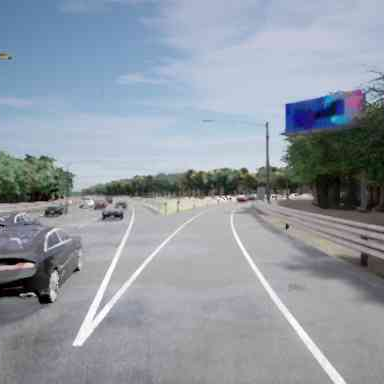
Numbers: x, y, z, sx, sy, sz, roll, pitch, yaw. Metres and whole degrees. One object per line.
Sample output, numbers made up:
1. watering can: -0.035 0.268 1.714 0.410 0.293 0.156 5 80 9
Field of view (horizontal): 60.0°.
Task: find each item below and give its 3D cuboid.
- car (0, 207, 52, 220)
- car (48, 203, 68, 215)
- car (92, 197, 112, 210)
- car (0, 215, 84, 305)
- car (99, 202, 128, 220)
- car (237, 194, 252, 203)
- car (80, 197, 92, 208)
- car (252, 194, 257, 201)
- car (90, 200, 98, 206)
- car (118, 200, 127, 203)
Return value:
1. car: -8.366 1.663 15.259 2.128 1.511 4.902 0 0 -8
2. car: -15.371 1.978 37.808 1.812 1.442 4.674 0 -1 -10
3. car: -15.065 2.011 55.784 2.097 1.767 4.553 0 -1 -11
4. car: -3.932 1.571 8.148 2.128 1.511 4.902 0 0 -8
5. car: -7.397 1.918 31.684 1.895 1.301 4.718 0 -1 -9
6. car: 11.314 1.662 74.202 1.882 1.535 5.008 0 0 21
7. car: -20.198 2.029 63.944 2.150 2.045 5.566 0 -1 -12
8. car: 15.053 1.394 83.633 2.097 1.767 4.553 0 0 26
9. car: -24.749 2.654 84.247 1.812 1.442 4.674 0 -1 -13
10. car: -11.140 2.098 53.187 1.837 1.490 4.892 0 -1 -11
